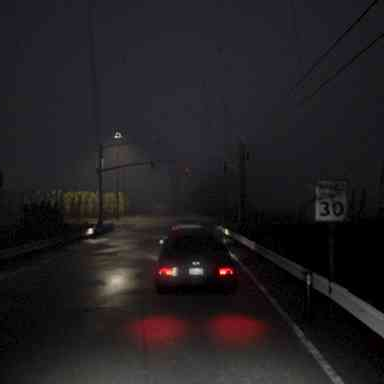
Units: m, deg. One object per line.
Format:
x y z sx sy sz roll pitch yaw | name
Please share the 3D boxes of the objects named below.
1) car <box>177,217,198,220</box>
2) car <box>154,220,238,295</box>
-0.257 2.168 19.262 1.812 1.442 4.674 0 -4 -1 | car
0.036 1.693 9.065 2.033 1.411 5.357 0 -2 -1 | car
